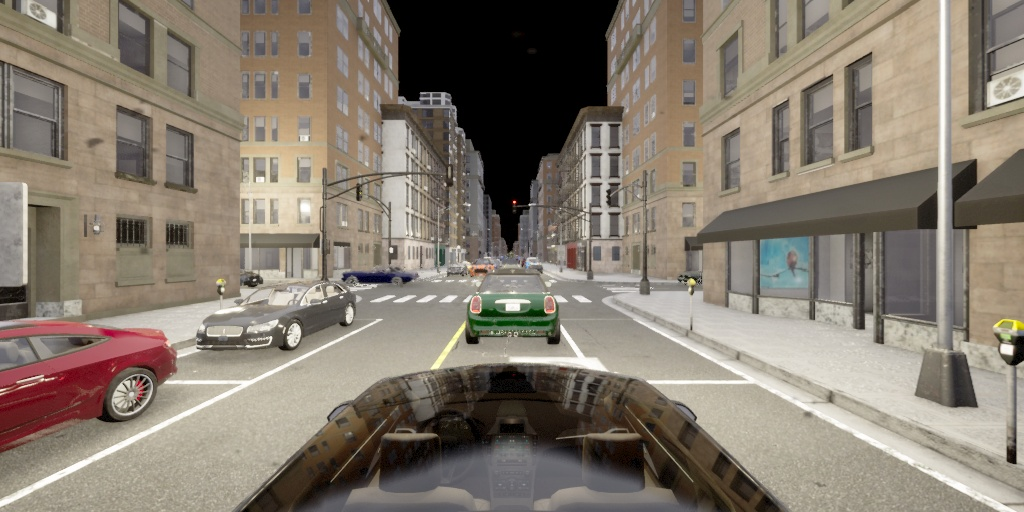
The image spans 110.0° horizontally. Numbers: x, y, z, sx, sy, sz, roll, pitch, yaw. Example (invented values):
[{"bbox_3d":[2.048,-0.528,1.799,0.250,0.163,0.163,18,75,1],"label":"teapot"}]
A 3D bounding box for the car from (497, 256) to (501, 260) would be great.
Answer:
[{"bbox_3d":[-2.841,1.107,44.604,2.097,1.767,4.553,0,0,-1],"label":"car"}]

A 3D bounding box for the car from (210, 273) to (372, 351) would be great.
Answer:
[{"bbox_3d":[-5.389,1.302,8.865,2.007,1.370,4.403,0,0,0],"label":"car"}]

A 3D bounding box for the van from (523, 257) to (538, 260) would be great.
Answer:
[{"bbox_3d":[2.637,1.096,46.555,1.690,1.789,3.998,0,0,0],"label":"van"}]

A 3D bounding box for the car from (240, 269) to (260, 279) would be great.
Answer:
[{"bbox_3d":[-17.145,1.228,21.099,4.181,1.385,1.994,0,0,0],"label":"car"}]

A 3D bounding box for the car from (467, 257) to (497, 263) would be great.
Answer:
[{"bbox_3d":[-2.823,1.106,34.681,2.097,1.767,4.553,0,0,0],"label":"car"}]

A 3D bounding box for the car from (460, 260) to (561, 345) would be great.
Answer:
[{"bbox_3d":[0.040,1.104,9.707,2.097,1.767,4.553,0,0,1],"label":"car"}]

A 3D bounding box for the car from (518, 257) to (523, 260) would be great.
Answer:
[{"bbox_3d":[2.641,1.071,62.773,2.192,1.841,5.009,0,0,0],"label":"car"}]

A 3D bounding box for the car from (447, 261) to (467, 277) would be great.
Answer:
[{"bbox_3d":[-5.393,1.304,35.741,2.007,1.370,4.403,0,0,0],"label":"car"}]

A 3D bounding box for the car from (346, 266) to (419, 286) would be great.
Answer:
[{"bbox_3d":[-8.821,1.322,24.067,4.718,1.301,1.895,1,0,0],"label":"car"}]

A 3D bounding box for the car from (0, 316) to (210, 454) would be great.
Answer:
[{"bbox_3d":[-5.389,1.332,3.183,1.802,1.307,4.207,0,0,0],"label":"car"}]

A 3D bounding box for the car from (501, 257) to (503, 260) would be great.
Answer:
[{"bbox_3d":[-2.827,1.261,54.763,1.837,1.490,4.892,0,0,0],"label":"car"}]

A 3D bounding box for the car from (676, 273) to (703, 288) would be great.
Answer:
[{"bbox_3d":[13.716,1.437,24.101,4.718,1.301,1.895,0,0,0],"label":"car"}]

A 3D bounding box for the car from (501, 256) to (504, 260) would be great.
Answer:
[{"bbox_3d":[-2.808,1.283,65.038,1.812,1.442,4.674,0,0,1],"label":"car"}]
